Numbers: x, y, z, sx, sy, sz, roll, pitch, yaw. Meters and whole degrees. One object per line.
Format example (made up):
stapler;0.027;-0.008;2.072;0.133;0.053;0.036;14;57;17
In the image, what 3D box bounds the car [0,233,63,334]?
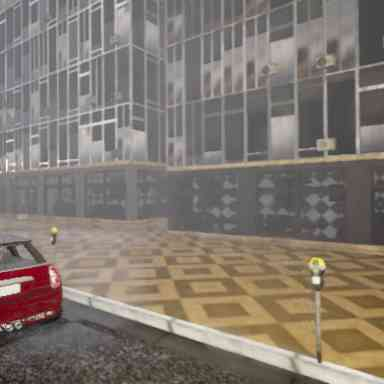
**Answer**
car;-4.147;1.400;5.847;4.097;1.590;1.967;0;-1;36
